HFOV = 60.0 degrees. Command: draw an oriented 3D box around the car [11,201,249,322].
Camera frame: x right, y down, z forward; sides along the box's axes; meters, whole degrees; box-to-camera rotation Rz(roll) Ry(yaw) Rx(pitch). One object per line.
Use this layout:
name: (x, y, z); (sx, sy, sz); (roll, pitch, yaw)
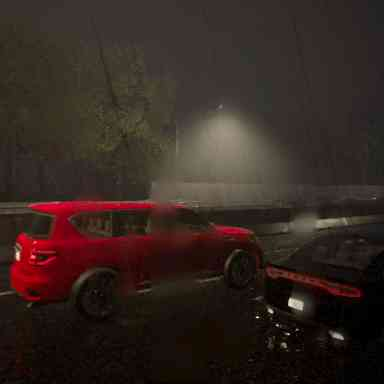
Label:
car: (-0.886, 1.223, 7.456); (5.566, 2.045, 2.150); (0, 0, -35)

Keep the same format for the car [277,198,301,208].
car: (13.180, 1.527, 43.383); (4.892, 1.490, 1.837); (0, 0, -36)

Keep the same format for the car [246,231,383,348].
car: (3.537, 1.479, 6.290); (5.008, 1.535, 1.882); (0, 0, -35)

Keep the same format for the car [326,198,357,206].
car: (18.015, 1.501, 38.325); (5.008, 1.535, 1.882); (0, 0, -35)

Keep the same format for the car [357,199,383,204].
car: (20.077, 1.501, 35.498); (5.008, 1.535, 1.882); (0, 0, -35)

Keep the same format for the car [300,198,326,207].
car: (15.965, 1.549, 41.160); (4.674, 1.442, 1.812); (0, 0, -35)
